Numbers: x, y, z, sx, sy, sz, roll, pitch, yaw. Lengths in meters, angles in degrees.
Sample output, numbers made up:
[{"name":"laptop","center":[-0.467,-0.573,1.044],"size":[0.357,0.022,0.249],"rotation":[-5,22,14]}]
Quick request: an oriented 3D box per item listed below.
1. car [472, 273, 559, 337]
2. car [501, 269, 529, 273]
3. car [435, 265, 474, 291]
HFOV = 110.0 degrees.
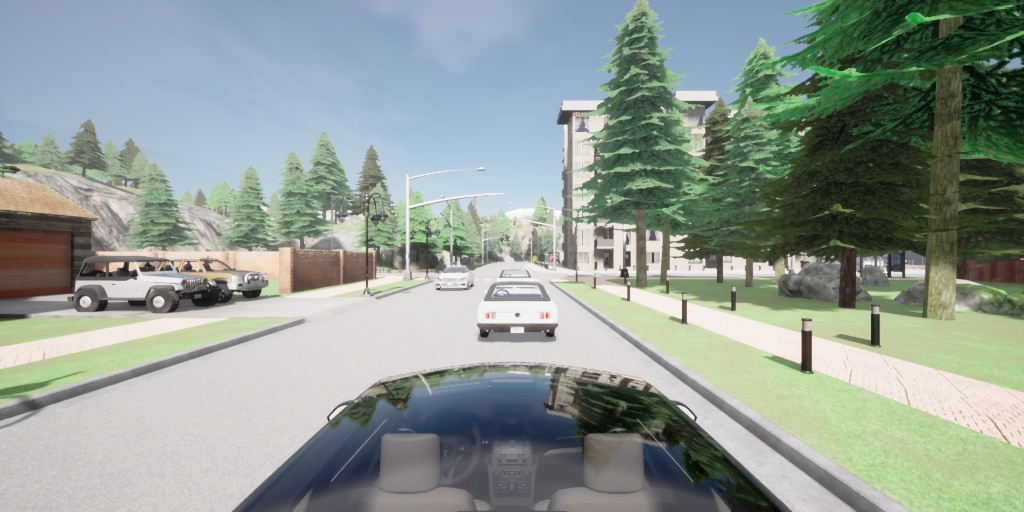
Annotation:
[{"name":"car","center":[0.134,1.351,10.192],"size":[1.895,1.301,4.718],"rotation":[0,0,0]},{"name":"car","center":[0.167,1.351,19.359],"size":[1.895,1.301,4.718],"rotation":[0,0,0]},{"name":"car","center":[-3.421,1.279,22.165],"size":[1.812,1.442,4.674],"rotation":[0,0,0]}]
